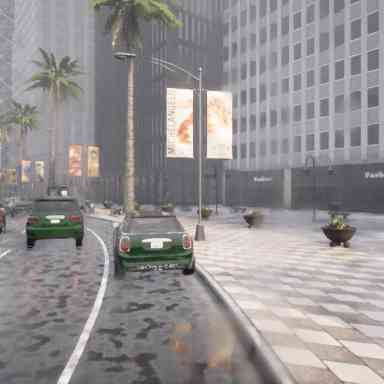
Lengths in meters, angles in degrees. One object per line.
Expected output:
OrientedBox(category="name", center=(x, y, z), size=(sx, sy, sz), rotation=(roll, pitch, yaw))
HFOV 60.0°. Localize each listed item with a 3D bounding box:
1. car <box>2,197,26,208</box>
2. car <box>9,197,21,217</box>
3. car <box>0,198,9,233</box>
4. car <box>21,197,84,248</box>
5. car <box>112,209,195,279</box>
OrientedBox(category="car", center=(-25.899, 1.461, 48.418), size=(2.231, 1.521, 4.892), rotation=(0, 0, -39))
OrientedBox(category="car", center=(-16.236, 1.493, 31.156), size=(1.837, 1.490, 4.892), rotation=(0, 0, -37))
OrientedBox(category="car", center=(-11.916, 1.343, 19.062), size=(2.097, 1.767, 4.553), rotation=(0, 0, -28))
OrientedBox(category="car", center=(-6.168, 1.217, 15.184), size=(2.150, 2.045, 5.566), rotation=(0, 0, -21))
OrientedBox(category="car", center=(-1.383, 1.352, 10.393), size=(2.097, 1.767, 4.553), rotation=(0, 0, -14))
